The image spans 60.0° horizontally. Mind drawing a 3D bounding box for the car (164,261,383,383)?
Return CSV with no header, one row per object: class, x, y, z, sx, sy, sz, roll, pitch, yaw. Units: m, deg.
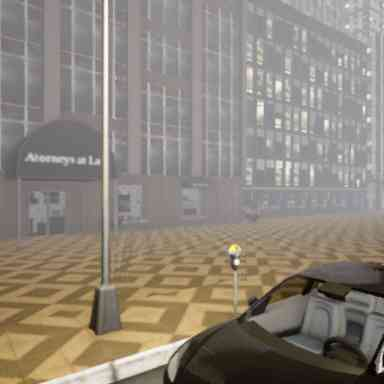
car,1.761,1.573,3.683,4.313,1.339,1.947,0,0,-35
